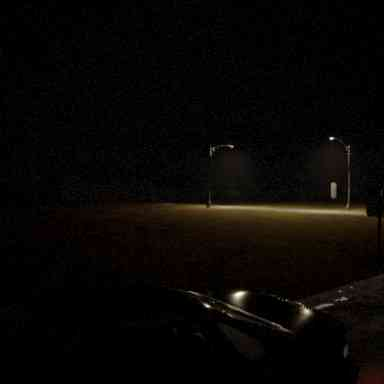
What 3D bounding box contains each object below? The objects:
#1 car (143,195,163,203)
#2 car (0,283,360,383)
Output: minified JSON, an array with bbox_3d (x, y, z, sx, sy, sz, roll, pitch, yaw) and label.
[{"bbox_3d":[-6.850,1.287,58.370,1.994,1.385,4.181,2,-1,-36],"label":"car"},{"bbox_3d":[-0.921,1.545,2.411,5.357,1.411,2.033,0,0,-35],"label":"car"}]
